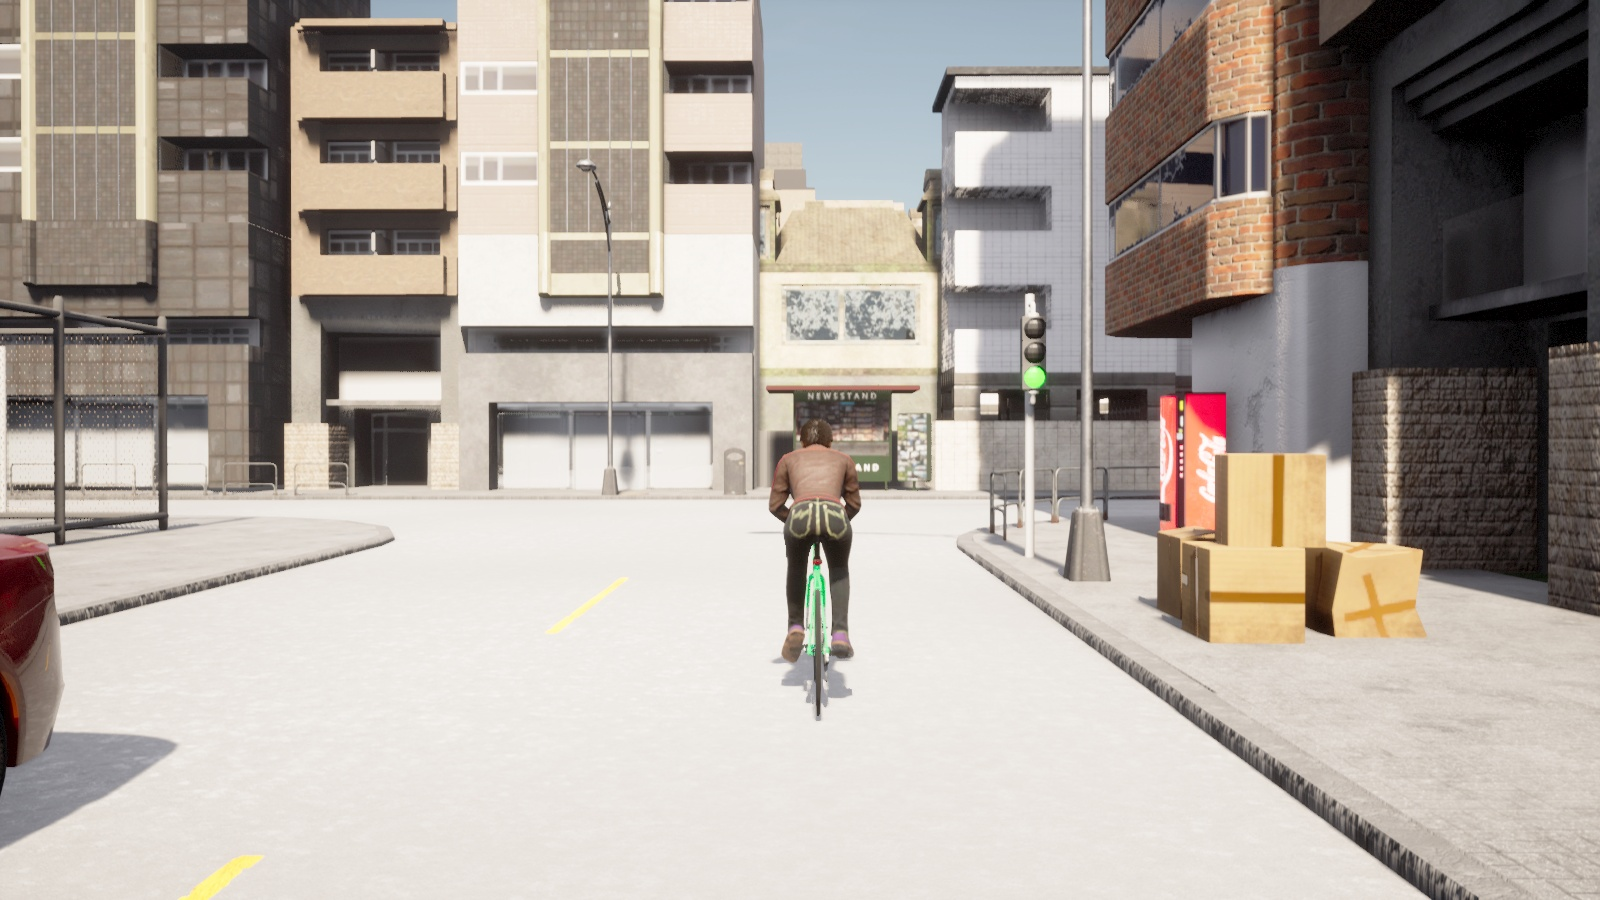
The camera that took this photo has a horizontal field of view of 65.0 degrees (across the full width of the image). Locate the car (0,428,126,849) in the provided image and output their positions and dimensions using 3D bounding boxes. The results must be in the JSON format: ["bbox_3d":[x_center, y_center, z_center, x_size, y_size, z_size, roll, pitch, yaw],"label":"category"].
[{"bbox_3d":[-3.923,0.699,2.906,1.882,1.535,5.008,0,0,2],"label":"car"}]

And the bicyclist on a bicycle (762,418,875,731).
[{"bbox_3d":[0.097,0.646,7.320,0.582,1.620,1.656,0,0,0],"label":"bicyclist on a bicycle"}]
